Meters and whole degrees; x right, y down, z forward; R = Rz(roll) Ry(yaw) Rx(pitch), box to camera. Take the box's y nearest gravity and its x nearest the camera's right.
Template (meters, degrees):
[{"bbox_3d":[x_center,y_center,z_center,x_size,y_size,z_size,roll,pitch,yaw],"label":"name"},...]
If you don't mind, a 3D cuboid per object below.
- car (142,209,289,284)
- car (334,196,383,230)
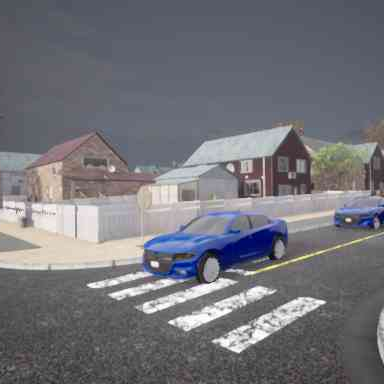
[{"bbox_3d":[0.870,1.292,9.363,1.882,1.535,5.008,-1,1,44],"label":"car"},{"bbox_3d":[9.174,0.992,17.272,5.008,1.535,1.882,-2,0,-42],"label":"car"}]
